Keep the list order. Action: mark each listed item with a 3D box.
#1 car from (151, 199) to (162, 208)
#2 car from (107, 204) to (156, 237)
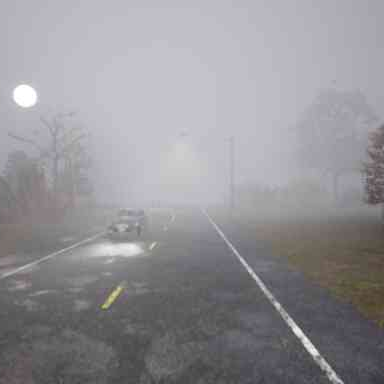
[{"bbox_3d":[-6.626,2.079,61.665,2.128,1.511,4.902,0,0,-5],"label":"car"},{"bbox_3d":[-3.639,1.696,19.649,2.128,1.511,4.902,0,-1,0],"label":"car"}]
